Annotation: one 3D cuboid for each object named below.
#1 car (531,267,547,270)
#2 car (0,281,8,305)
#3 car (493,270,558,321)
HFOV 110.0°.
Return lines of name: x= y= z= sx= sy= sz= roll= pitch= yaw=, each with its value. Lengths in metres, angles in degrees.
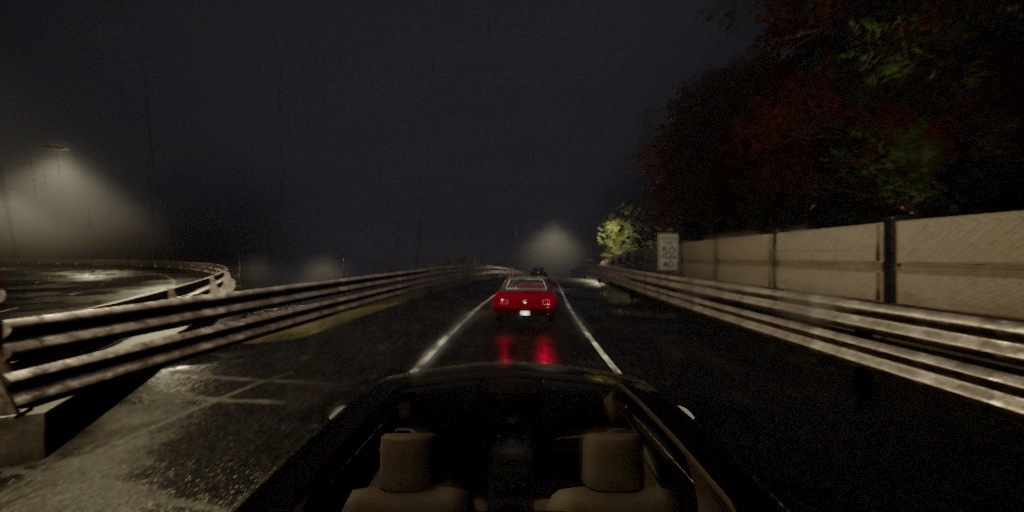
car: x=3.364 y=2.033 z=45.017 sx=1.994 sy=1.385 sz=4.181 roll=0 pitch=-3 yaw=6
car: x=-20.061 y=1.181 z=12.417 sx=1.882 sy=1.535 sz=5.008 roll=0 pitch=0 yaw=-36
car: x=0.531 y=1.356 z=12.527 sx=1.895 sy=1.301 sz=4.718 roll=0 pitch=0 yaw=4
